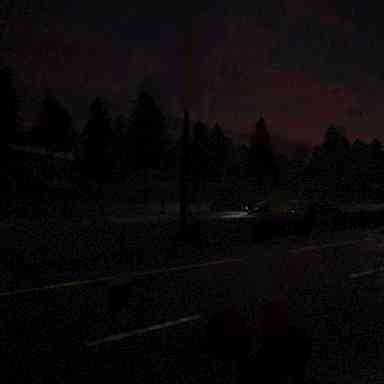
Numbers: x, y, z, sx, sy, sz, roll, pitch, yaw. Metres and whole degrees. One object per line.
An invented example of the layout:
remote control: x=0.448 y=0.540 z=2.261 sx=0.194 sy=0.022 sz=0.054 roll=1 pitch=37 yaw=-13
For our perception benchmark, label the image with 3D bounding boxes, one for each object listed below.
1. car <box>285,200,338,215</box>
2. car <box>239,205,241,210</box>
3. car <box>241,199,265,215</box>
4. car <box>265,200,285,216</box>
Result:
car: x=10.690 y=1.616 z=28.799 sx=4.902 sy=1.511 sz=2.128 roll=0 pitch=0 yaw=-35
car: x=7.767 y=1.620 z=39.602 sx=4.892 sy=1.490 sz=1.837 roll=0 pitch=0 yaw=-35
car: x=7.769 y=1.646 z=35.311 sx=4.674 sy=1.442 sz=1.812 roll=0 pitch=0 yaw=-35
car: x=9.779 y=1.600 z=32.446 sx=5.008 sy=1.535 sz=1.882 roll=0 pitch=0 yaw=-35
